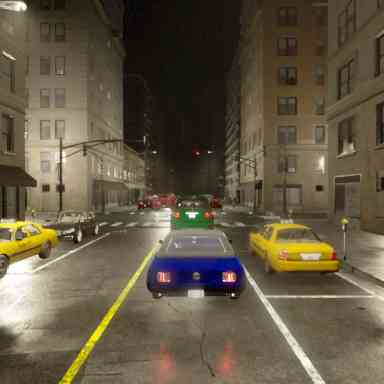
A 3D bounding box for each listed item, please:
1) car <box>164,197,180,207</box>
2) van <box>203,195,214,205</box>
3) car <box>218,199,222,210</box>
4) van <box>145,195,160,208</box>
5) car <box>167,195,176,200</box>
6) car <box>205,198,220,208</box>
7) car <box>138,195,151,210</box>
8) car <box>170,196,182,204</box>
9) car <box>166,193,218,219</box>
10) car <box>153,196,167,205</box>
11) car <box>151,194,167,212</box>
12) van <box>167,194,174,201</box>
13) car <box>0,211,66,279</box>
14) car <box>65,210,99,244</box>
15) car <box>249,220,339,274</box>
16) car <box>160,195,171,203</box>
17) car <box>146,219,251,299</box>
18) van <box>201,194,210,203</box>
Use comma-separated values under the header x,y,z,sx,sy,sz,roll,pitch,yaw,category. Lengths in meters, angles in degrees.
x,y,z,sx,sy,sz,roll,pitch,yaw,category
-3.063,1.511,52.126,2.128,1.511,4.902,0,0,0,car
2.891,1.363,58.960,1.690,1.788,3.998,0,0,0,van
2.881,1.557,42.456,1.887,1.381,4.507,0,0,0,car
-5.641,1.357,47.962,1.690,1.788,3.998,0,0,0,van
-5.615,1.591,91.973,2.008,1.369,4.403,0,0,0,car
2.885,1.582,47.957,1.947,1.339,4.313,0,0,0,car
-5.645,1.328,42.462,2.192,1.841,5.009,0,0,0,car
-3.007,1.516,64.699,2.128,1.511,4.902,0,0,1,car
0.011,1.224,18.153,2.150,2.045,5.566,0,0,0,car
-5.635,1.462,58.965,1.967,1.590,4.097,0,0,0,car
-3.110,1.233,39.778,2.150,2.045,5.566,0,0,1,car
-5.618,1.377,86.473,1.690,1.788,3.998,0,0,0,van
-5.663,1.526,9.992,1.752,1.417,4.829,0,0,0,car
-5.660,1.552,15.687,2.008,1.369,4.403,0,0,0,car
2.862,1.526,10.326,1.752,1.417,4.829,0,0,0,car
-5.628,1.467,69.968,1.967,1.590,4.097,0,0,0,car
0.087,1.601,8.387,1.895,1.301,4.718,0,0,0,car
2.897,1.368,69.963,1.690,1.788,3.998,0,0,0,van
